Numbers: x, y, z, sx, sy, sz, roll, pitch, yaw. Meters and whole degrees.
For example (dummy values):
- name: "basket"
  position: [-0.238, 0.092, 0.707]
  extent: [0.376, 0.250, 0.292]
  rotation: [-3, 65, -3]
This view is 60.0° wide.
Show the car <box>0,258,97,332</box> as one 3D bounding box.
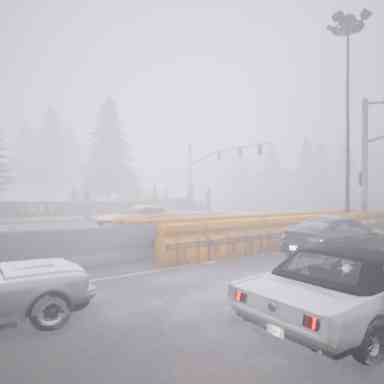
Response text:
- name: "car"
  position: [-4.018, 1.599, 5.178]
  extent: [4.718, 1.301, 1.895]
  rotation: [0, 0, -35]

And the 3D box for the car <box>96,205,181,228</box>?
- name: "car"
  position: [-2.914, 1.504, 19.036]
  extent: [5.008, 1.535, 1.882]
  rotation: [0, 0, -35]

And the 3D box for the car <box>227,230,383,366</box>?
- name: "car"
  position: [2.961, 1.619, 5.822]
  extent: [4.718, 1.301, 1.895]
  rotation: [0, 0, -35]

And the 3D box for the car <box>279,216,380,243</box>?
- name: "car"
  position: [4.990, 1.559, 11.533]
  extent: [4.674, 1.442, 1.812]
  rotation: [0, 0, -35]
